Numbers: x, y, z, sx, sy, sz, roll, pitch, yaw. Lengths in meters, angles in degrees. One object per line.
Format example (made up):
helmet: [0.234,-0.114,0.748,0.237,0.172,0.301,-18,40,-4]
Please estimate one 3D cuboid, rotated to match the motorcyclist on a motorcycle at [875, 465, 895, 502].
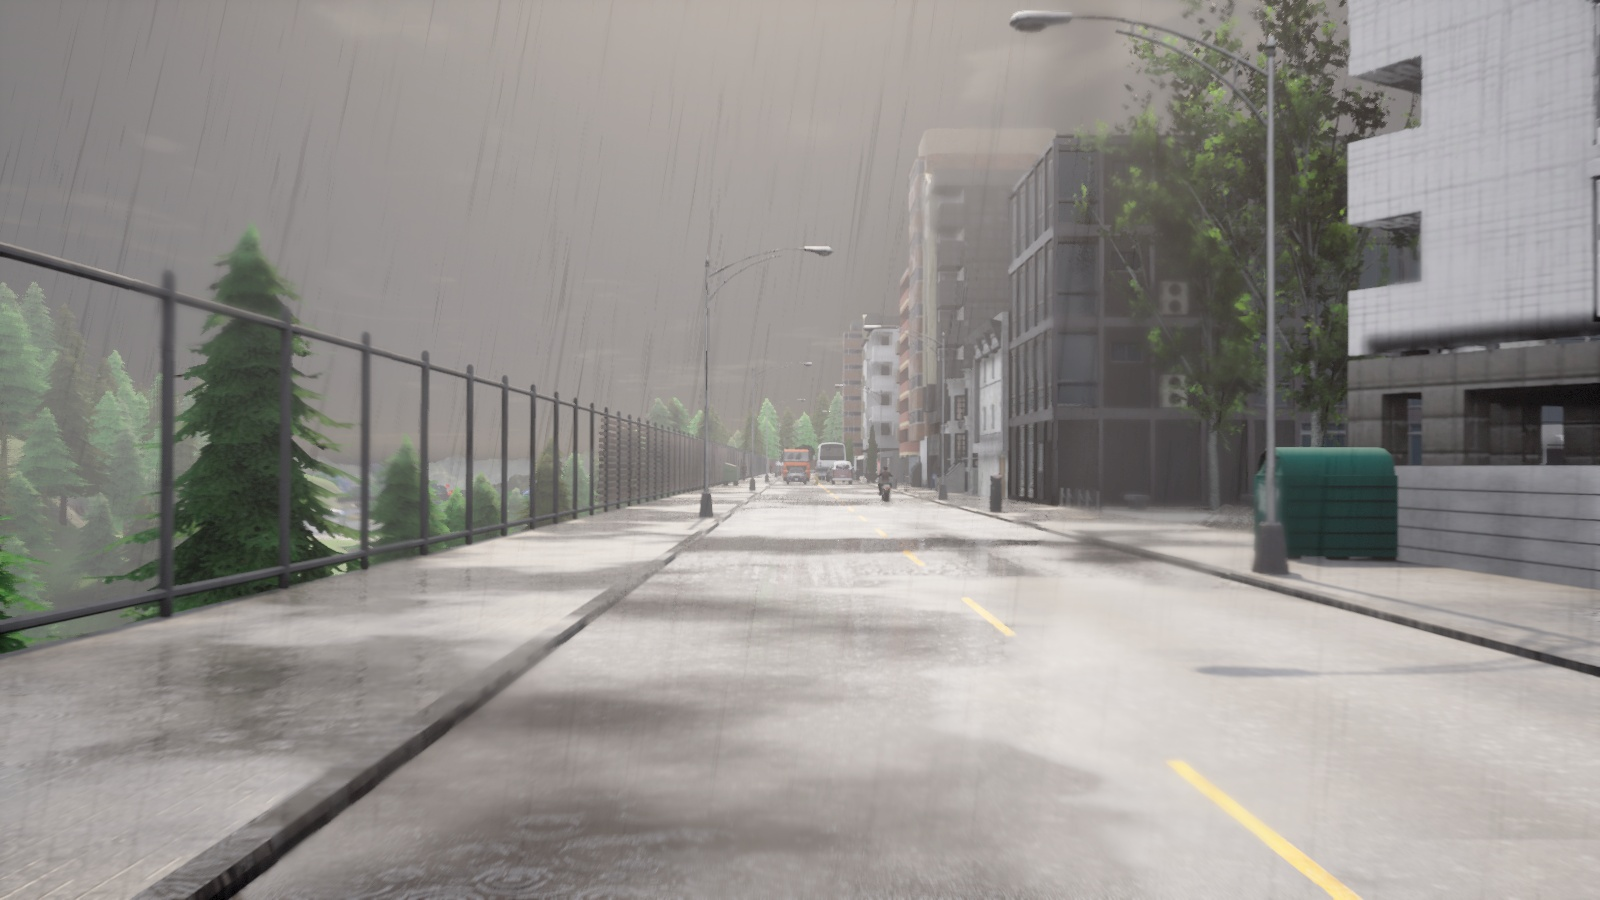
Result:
motorcyclist on a motorcycle: [3.851,1.495,56.995,0.766,1.649,2.350,0,-1,0]
